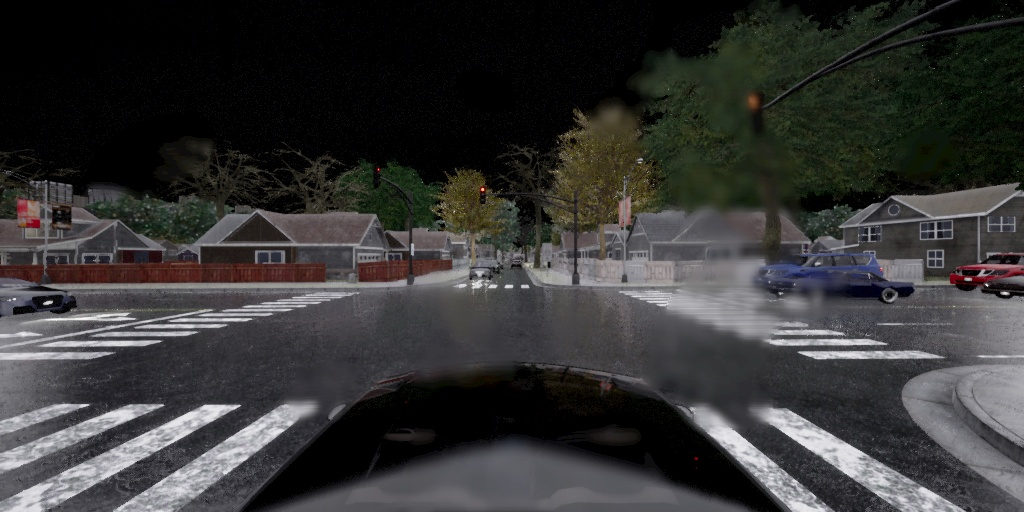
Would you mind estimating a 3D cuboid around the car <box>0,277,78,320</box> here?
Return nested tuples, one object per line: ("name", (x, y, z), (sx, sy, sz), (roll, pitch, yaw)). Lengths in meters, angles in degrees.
("car", (-17.589, 1.410, 12.112), (4.181, 1.385, 1.994), (0, 0, 1))

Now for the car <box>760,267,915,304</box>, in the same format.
("car", (13.557, 1.260, 15.045), (4.718, 1.301, 1.895), (0, 0, 1))

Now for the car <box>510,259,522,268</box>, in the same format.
("car", (0.747, 1.300, 61.391), (1.837, 1.490, 4.892), (0, 0, 1))

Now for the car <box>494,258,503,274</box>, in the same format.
("car", (-2.465, 1.125, 41.740), (2.097, 1.767, 4.553), (0, 0, 1))

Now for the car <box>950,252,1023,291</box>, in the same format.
("car", (25.853, 0.811, 18.091), (5.566, 2.045, 2.150), (0, 0, 1))

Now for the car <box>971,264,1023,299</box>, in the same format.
("car", (23.207, 1.153, 14.888), (5.357, 1.411, 2.033), (0, 0, 1))

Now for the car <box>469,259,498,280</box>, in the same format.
("car", (-2.615, 1.255, 31.448), (2.128, 1.511, 4.902), (0, 0, 0))

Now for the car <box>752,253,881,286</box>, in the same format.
("car", (15.487, 0.868, 18.277), (5.566, 2.045, 2.150), (0, 0, 1))
